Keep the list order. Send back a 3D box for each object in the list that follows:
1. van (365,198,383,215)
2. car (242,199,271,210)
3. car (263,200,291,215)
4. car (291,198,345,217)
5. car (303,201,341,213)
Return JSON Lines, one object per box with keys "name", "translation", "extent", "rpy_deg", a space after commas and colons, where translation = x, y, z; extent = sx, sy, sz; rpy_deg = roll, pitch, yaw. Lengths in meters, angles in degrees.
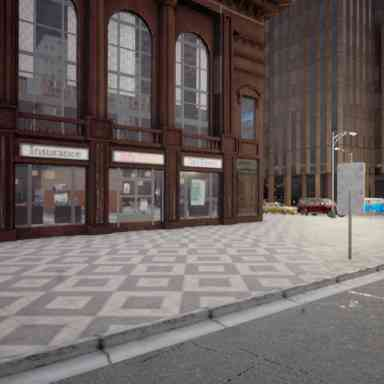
{"name": "van", "translation": [19.673, 1.588, 37.597], "extent": [1.690, 1.788, 3.998], "rpy_deg": [-1, 0, -35]}
{"name": "car", "translation": [9.956, 1.890, 51.388], "extent": [1.967, 1.590, 4.097], "rpy_deg": [-1, 0, -35]}
{"name": "car", "translation": [9.570, 1.797, 37.136], "extent": [1.752, 1.417, 4.829], "rpy_deg": [0, 0, -35]}
{"name": "car", "translation": [12.710, 1.521, 32.679], "extent": [2.192, 1.841, 5.009], "rpy_deg": [0, 0, -35]}
{"name": "car", "translation": [16.437, 1.896, 42.193], "extent": [1.802, 1.307, 4.206], "rpy_deg": [-1, 0, -35]}
